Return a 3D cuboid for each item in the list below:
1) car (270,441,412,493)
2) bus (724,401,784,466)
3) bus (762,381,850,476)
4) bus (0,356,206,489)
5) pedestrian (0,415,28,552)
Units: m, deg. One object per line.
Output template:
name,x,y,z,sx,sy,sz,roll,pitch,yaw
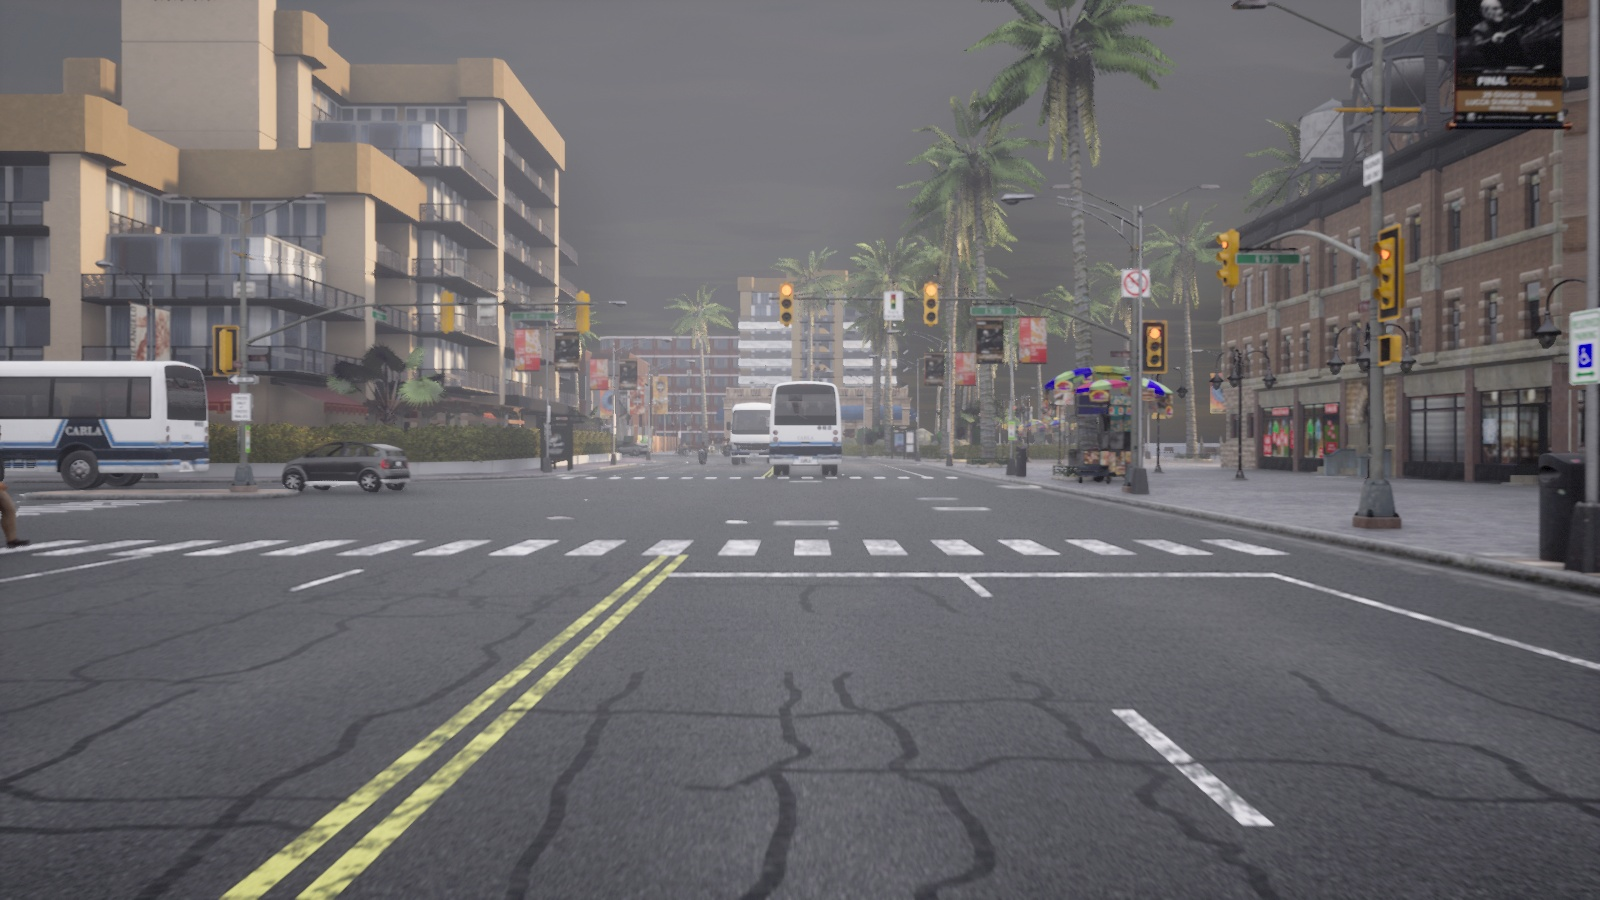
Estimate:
car,-14.040,0.497,38.499,3.705,1.549,1.789,0,0,10
bus,-3.089,-1.125,87.444,3.944,4.253,10.273,0,0,-1
bus,0.277,-0.974,61.170,3.944,4.253,10.273,0,0,0
bus,-26.041,-0.888,42.184,10.273,4.253,3.944,0,0,0
pedestrian,-11.104,0.447,17.226,0.694,1.848,0.540,0,0,-4
